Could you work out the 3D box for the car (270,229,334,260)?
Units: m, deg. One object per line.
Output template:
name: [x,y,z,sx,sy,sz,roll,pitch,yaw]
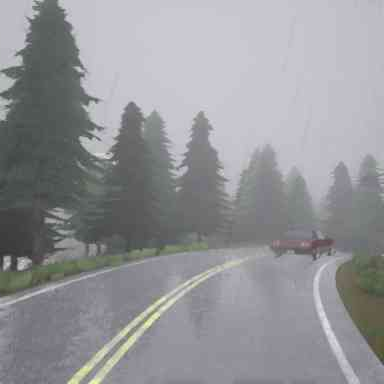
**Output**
car: [5.397,2.437,15.829,1.895,1.301,4.718,-2,-7,34]
